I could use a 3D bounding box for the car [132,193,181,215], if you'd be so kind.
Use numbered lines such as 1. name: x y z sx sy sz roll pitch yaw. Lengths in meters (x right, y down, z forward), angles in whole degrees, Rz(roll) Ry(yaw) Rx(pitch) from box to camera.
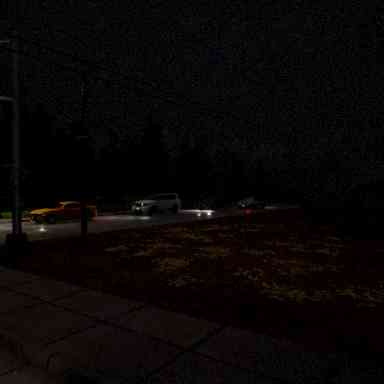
1. car: -3.425 1.174 33.246 2.150 2.045 5.566 0 0 36

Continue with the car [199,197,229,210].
1. car: 2.799 1.403 41.602 1.837 1.490 4.892 0 0 37

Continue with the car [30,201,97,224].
1. car: -9.542 1.484 25.007 1.882 1.535 5.008 0 0 37

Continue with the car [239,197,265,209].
1. car: 7.557 1.399 41.836 1.812 1.442 4.674 0 0 37
